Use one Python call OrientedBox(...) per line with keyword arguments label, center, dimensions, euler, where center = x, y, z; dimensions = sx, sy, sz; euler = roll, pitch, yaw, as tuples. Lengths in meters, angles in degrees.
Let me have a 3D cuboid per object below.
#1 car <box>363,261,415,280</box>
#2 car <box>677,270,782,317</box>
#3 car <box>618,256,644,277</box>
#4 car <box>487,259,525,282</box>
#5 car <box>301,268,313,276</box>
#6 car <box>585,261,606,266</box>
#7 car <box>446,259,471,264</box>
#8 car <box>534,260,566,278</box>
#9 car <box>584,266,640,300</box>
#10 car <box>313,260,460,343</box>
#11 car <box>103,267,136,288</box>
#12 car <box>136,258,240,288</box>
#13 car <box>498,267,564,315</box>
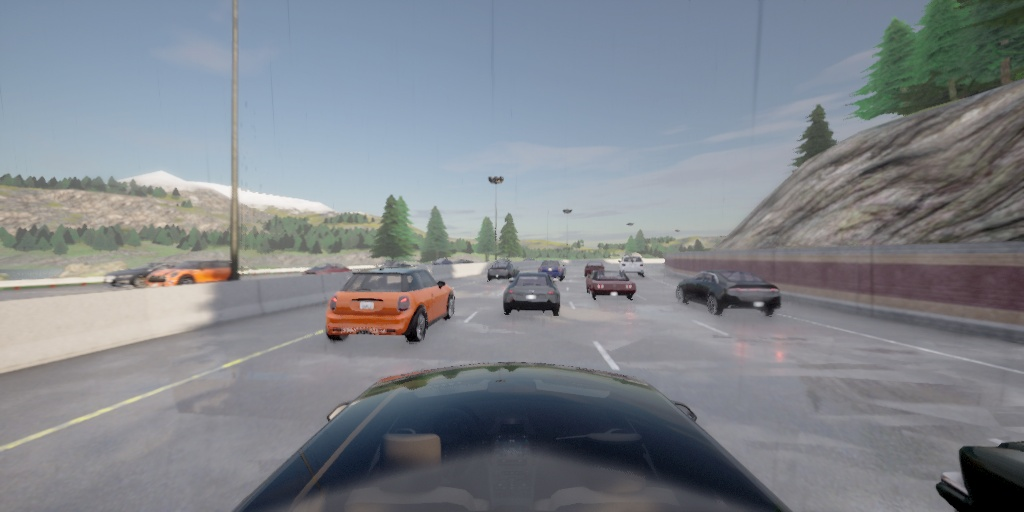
OrientedBox(label="car", center=(-10.772, 1.207, 31.899), dimensions=(2.128, 1.511, 4.902), euler=(0, 0, 12))
OrientedBox(label="car", center=(7.788, 1.264, 13.402), dimensions=(2.128, 1.511, 4.902), euler=(0, 0, 5))
OrientedBox(label="car", center=(12.007, 1.006, 36.114), dimensions=(2.150, 2.045, 5.566), euler=(0, 0, 15))
OrientedBox(label="car", center=(-0.603, 1.238, 28.254), dimensions=(2.128, 1.511, 4.902), euler=(0, 0, 11))
OrientedBox(label="car", center=(-14.898, 1.268, 29.006), dimensions=(1.994, 1.385, 4.181), euler=(0, 0, 11))
OrientedBox(label="car", center=(8.241, 1.251, 35.506), dimensions=(1.882, 1.535, 5.008), euler=(0, 0, 15))
OrientedBox(label="car", center=(-8.782, 1.213, 61.905), dimensions=(2.128, 1.511, 4.902), euler=(0, 0, 22))
OrientedBox(label="car", center=(3.507, 1.111, 30.795), dimensions=(2.097, 1.767, 4.553), euler=(0, 0, 12))
OrientedBox(label="car", center=(4.742, 1.364, 17.852), dimensions=(1.895, 1.301, 4.718), euler=(0, 0, 7))
OrientedBox(label="car", center=(-3.012, 1.093, 9.866), dimensions=(2.097, 1.767, 4.553), euler=(0, 0, 3))
OrientedBox(label="car", center=(-22.936, 1.172, 23.148), dimensions=(2.128, 1.511, 4.902), euler=(0, 0, 8))
OrientedBox(label="car", center=(-19.533, 1.042, 22.189), dimensions=(2.097, 1.767, 4.553), euler=(0, 0, 9))
OrientedBox(label="car", center=(0.809, 1.316, 13.731), dimensions=(1.994, 1.385, 4.181), euler=(0, 0, 5))
